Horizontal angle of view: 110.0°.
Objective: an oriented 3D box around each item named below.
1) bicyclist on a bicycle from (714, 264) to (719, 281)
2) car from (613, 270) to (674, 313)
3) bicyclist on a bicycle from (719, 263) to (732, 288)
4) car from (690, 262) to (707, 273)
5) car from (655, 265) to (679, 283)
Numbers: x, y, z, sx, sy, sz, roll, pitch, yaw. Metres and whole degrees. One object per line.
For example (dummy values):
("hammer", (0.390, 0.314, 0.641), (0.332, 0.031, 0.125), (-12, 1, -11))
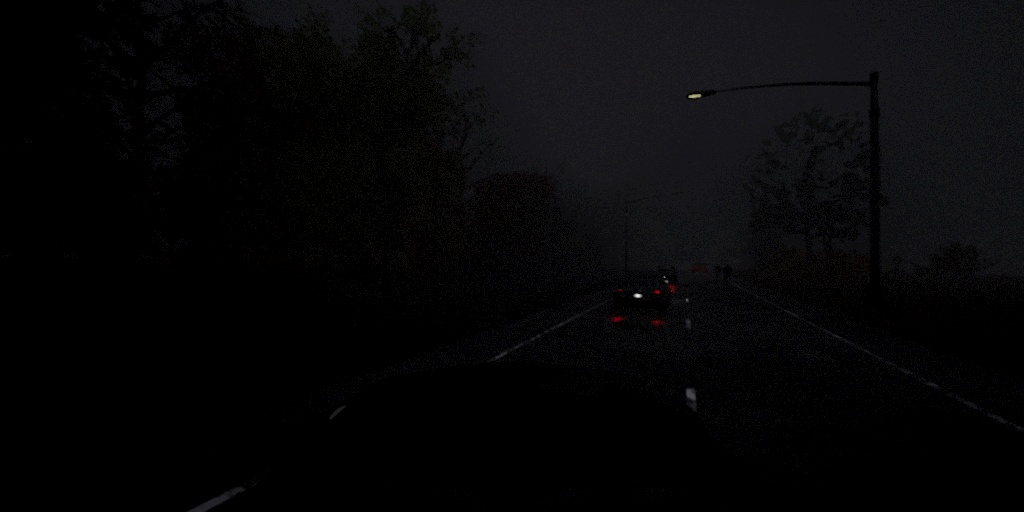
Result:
("bicyclist on a bicycle", (19.695, 1.606, 34.320), (0.582, 1.620, 1.656), (0, -1, 26))
("car", (5.542, 1.464, 15.090), (1.994, 1.385, 4.181), (0, -1, 26))
("bicyclist on a bicycle", (15.862, 1.431, 26.397), (0.659, 1.776, 1.843), (0, 0, 26))
("car", (29.254, 1.754, 56.075), (2.097, 1.767, 4.553), (0, -1, 26))
("car", (13.985, 1.595, 32.544), (2.128, 1.511, 4.902), (0, -1, 26))
